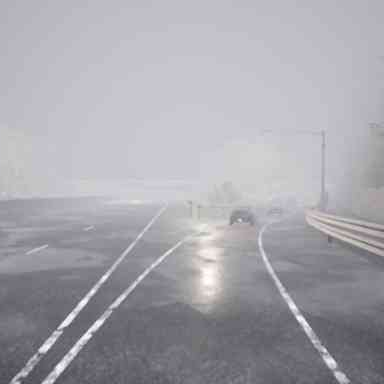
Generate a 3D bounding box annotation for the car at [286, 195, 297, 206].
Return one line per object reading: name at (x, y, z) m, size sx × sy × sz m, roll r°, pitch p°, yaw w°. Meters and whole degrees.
car at (19.698, 1.974, 66.321) m, size 2.033 × 1.411 × 5.357 m, roll 0°, pitch 3°, yaw 18°

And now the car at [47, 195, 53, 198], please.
car at (-31.273, 1.360, 71.780) m, size 2.128 × 1.511 × 4.902 m, roll 0°, pitch 0°, yaw -2°

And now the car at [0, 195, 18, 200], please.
car at (-30.600, 1.341, 55.702) m, size 2.128 × 1.511 × 4.902 m, roll 0°, pitch 0°, yaw -2°

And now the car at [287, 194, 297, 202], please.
car at (22.905, 1.361, 76.301) m, size 2.128 × 1.511 × 4.902 m, roll 0°, pitch 4°, yaw 16°

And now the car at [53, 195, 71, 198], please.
car at (-27.809, 1.347, 72.695) m, size 2.128 × 1.511 × 4.902 m, roll 0°, pitch 0°, yaw -2°

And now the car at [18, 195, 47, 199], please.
car at (-27.141, 1.342, 56.895) m, size 1.882 × 1.535 × 5.008 m, roll 0°, pitch 0°, yaw -2°

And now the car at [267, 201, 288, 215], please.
car at (11.211, 2.279, 44.074) m, size 1.812 × 1.442 × 4.674 m, roll 1°, pitch 0°, yaw 23°

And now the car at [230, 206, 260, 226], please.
car at (4.265, 1.874, 26.759) m, size 1.837 × 1.490 × 4.892 m, roll 0°, pitch -1°, yaw 18°
